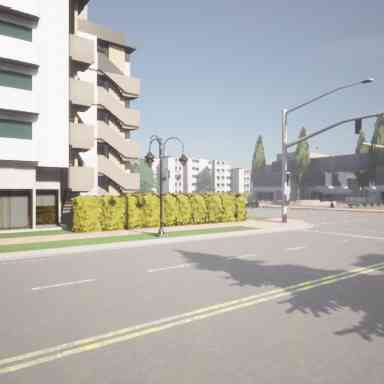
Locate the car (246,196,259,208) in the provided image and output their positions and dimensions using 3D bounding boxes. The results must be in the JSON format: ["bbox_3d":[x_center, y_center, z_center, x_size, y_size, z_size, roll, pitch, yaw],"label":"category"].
[{"bbox_3d":[7.530,1.351,48.261,2.097,1.767,4.553,0,0,-32],"label":"car"}]
